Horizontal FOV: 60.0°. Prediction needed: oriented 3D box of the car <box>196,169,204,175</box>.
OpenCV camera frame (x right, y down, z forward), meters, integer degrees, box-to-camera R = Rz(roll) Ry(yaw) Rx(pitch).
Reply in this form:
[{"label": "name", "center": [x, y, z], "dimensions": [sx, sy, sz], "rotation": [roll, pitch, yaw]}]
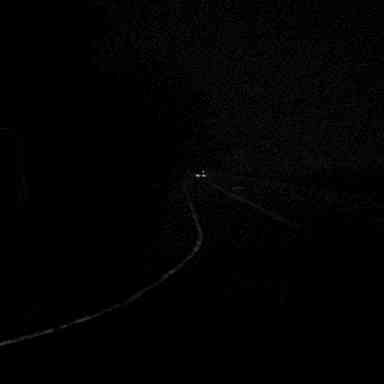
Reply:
[{"label": "car", "center": [2.102, -5.325, 87.366], "dimensions": [1.882, 1.535, 5.008], "rotation": [-2, 5, -2]}]
